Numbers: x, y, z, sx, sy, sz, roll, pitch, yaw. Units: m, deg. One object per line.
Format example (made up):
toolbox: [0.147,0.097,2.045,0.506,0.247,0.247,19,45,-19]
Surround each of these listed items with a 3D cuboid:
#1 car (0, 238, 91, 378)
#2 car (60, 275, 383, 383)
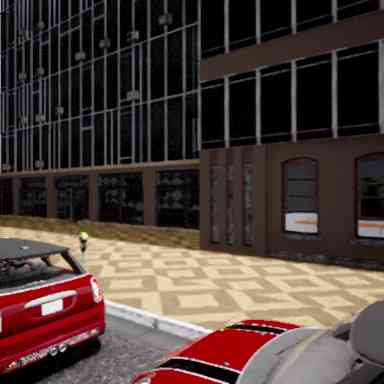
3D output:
car: [-3.297,1.443,5.227,4.097,1.590,1.967,0,0,35]
car: [1.337,1.440,1.922,4.097,1.590,1.967,0,0,35]
